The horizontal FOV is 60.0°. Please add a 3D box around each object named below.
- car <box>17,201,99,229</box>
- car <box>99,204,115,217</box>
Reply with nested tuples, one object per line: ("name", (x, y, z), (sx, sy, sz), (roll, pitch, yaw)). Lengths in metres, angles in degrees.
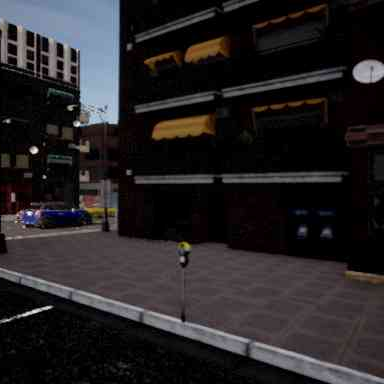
("car", (-9.195, 1.511, 23.089), (2.097, 1.767, 4.553), (1, -1, 35))
("car", (-9.514, 1.775, 32.616), (1.752, 1.417, 4.829), (-1, -1, 35))
